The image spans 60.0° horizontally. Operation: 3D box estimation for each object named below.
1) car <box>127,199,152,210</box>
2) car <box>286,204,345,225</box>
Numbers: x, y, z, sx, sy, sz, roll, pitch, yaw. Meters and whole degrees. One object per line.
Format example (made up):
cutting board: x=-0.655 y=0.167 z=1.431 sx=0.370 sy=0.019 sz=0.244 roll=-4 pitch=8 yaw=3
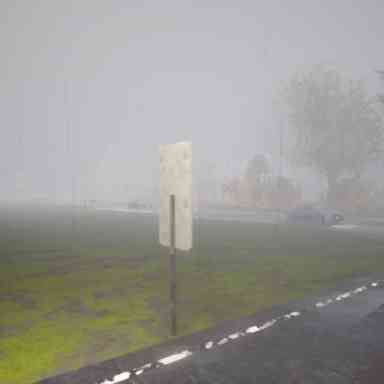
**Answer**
car: x=-7.310 y=1.701 z=46.258 sx=2.128 sy=1.511 sz=4.902 roll=0 pitch=0 yaw=-37
car: x=9.005 y=1.595 z=24.533 sx=1.994 sy=1.385 sz=4.181 roll=0 pitch=0 yaw=-30
